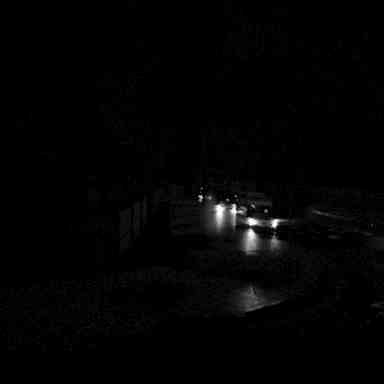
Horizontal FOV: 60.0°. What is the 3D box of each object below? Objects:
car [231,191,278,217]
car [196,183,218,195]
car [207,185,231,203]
[{"bbox_3d":[4.203,0.763,22.224,1.812,1.442,4.674,1,2,-6],"label":"car"},{"bbox_3d":[1.785,-0.497,45.466,2.097,1.767,4.553,1,2,-6],"label":"car"},{"bbox_3d":[3.089,0.340,32.854,1.895,1.301,4.718,1,3,-6],"label":"car"}]
